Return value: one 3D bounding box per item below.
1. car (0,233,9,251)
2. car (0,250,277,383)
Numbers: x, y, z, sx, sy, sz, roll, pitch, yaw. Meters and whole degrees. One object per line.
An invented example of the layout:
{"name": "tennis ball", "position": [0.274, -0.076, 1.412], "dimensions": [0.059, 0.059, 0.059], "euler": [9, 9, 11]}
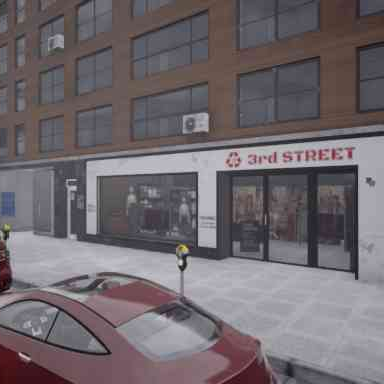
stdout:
{"name": "car", "position": [-5.693, 1.315, 6.858], "dimensions": [5.009, 1.841, 2.192], "euler": [0, 0, 35]}
{"name": "car", "position": [-1.196, 1.582, 3.659], "dimensions": [4.206, 1.307, 1.802], "euler": [0, 0, 35]}
